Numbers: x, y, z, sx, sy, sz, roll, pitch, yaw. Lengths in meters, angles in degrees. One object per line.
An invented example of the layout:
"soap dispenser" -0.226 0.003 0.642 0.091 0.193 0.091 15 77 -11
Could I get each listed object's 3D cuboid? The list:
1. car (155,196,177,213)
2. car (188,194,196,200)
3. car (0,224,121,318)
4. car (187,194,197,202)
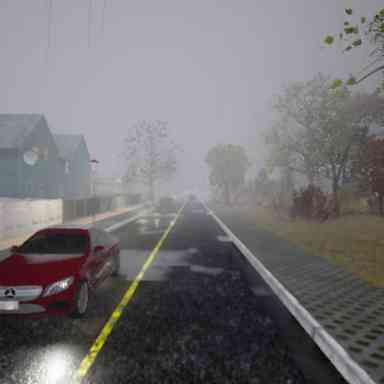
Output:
"car" -2.748 1.281 36.061 2.097 1.767 4.553 0 0 0
"car" 0.005 1.199 79.072 1.837 1.490 4.892 0 0 0
"car" -2.841 1.506 7.511 1.812 1.442 4.674 0 0 0
"car" 0.004 1.322 68.641 1.837 1.490 4.892 0 0 0
